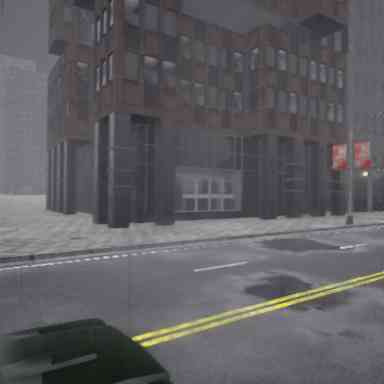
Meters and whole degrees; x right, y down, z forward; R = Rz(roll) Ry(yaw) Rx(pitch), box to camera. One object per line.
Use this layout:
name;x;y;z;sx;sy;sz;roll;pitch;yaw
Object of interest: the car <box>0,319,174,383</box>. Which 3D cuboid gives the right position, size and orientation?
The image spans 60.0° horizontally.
car;-2.278;1.593;1.786;4.718;1.301;1.895;0;0;-36
